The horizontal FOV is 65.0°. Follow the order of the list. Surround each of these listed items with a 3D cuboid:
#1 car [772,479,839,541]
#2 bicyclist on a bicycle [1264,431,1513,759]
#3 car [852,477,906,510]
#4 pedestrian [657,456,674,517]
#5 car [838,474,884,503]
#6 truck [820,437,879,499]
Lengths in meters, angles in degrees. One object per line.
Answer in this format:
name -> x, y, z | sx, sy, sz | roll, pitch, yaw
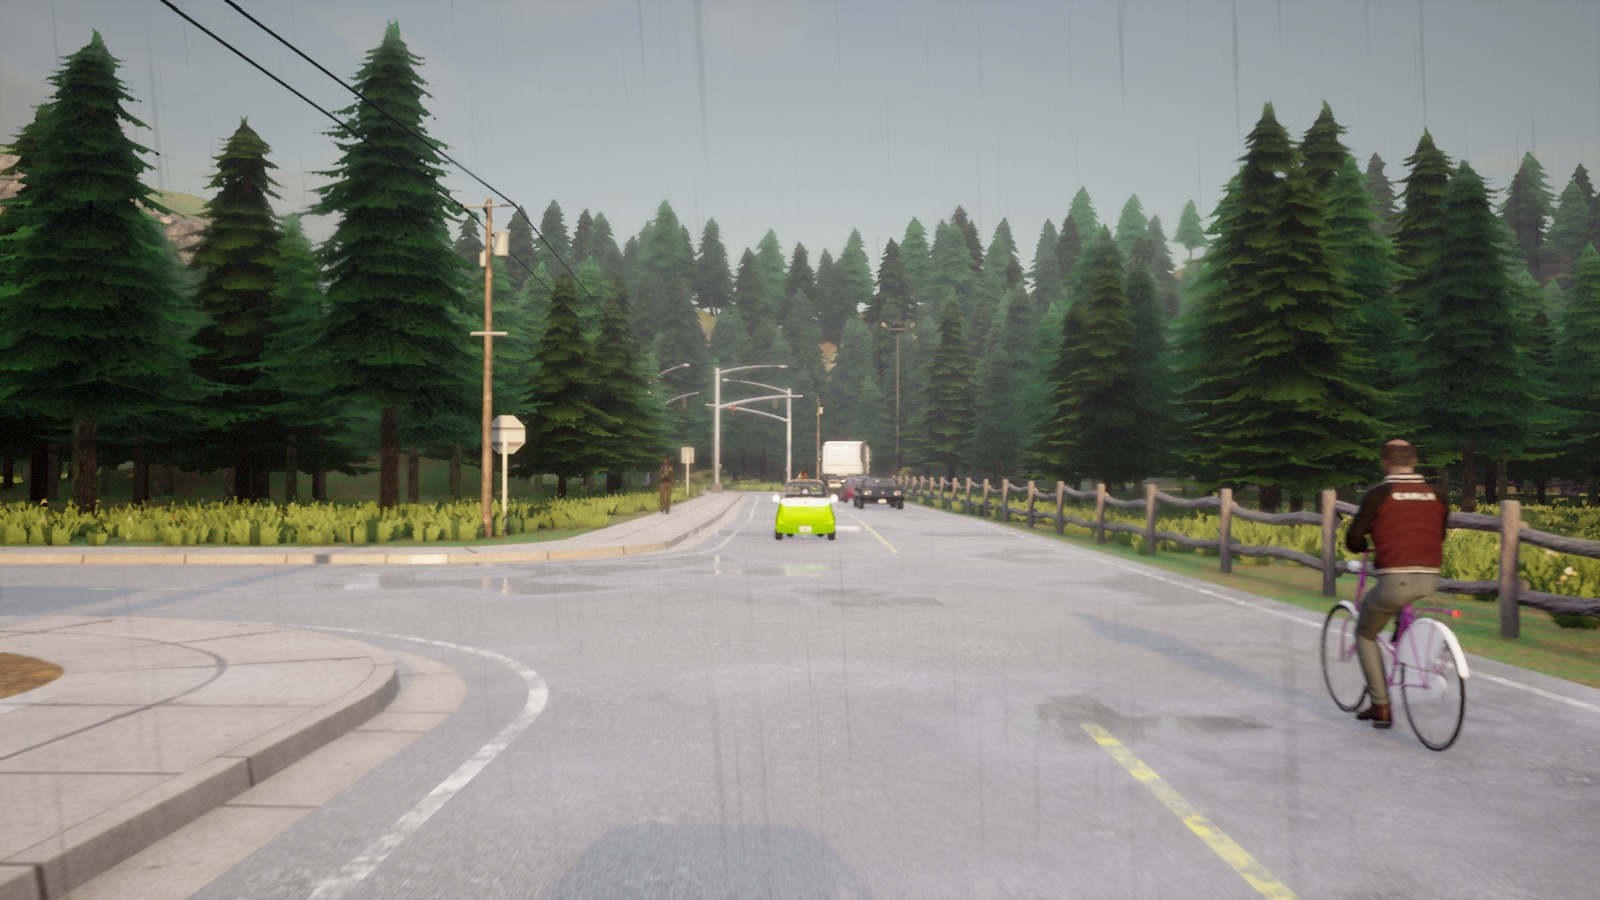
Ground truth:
car -> 0.125, 1.358, 29.185 | 1.481, 1.376, 2.207 | 0, -1, 0
bicyclist on a bicycle -> 3.542, 0.801, 7.756 | 0.659, 1.776, 1.843 | 0, -1, 0
car -> 3.298, 1.801, 53.265 | 1.895, 1.301, 4.718 | 0, -1, -2
pedestrian -> -4.275, 1.160, 39.920 | 0.395, 1.930, 0.692 | 0, -1, 4
car -> 3.049, 1.939, 63.596 | 1.994, 1.385, 4.181 | 0, -1, -1
truck -> 2.798, 1.062, 73.612 | 2.891, 3.462, 7.936 | 0, -1, -2
